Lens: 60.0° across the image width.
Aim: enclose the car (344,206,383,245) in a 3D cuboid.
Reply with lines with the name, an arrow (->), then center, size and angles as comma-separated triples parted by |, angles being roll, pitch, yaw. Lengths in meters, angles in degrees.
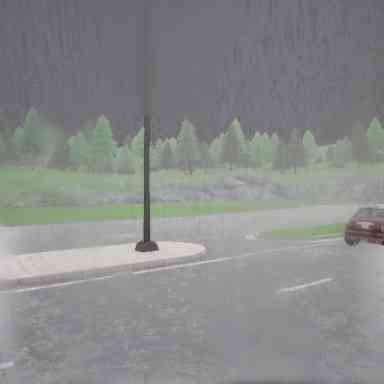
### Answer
car -> 8.572, 1.363, 13.996 | 4.553, 1.767, 2.097 | 0, 0, -30
